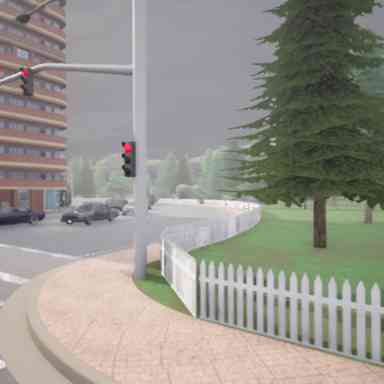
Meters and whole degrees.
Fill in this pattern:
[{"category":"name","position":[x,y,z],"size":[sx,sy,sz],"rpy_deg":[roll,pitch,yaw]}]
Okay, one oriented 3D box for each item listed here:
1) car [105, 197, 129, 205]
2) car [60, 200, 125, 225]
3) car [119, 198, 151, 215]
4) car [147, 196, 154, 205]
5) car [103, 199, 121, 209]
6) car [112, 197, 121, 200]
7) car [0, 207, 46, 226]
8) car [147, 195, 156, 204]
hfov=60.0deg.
[{"category":"car","position":[-15.351,1.808,67.656],"size":[5.357,1.411,2.033],"rpy_deg":[0,0,42]},{"category":"car","position":[-7.484,1.617,25.047],"size":[2.033,1.411,5.357],"rpy_deg":[0,0,17]},{"category":"car","position":[-5.859,1.621,34.492],"size":[1.812,1.442,4.674],"rpy_deg":[0,0,3]},{"category":"car","position":[-6.621,1.661,44.682],"size":[1.812,1.442,4.674],"rpy_deg":[0,0,-13]},{"category":"car","position":[-12.348,1.751,51.327],"size":[1.994,1.385,4.181],"rpy_deg":[0,0,-24]},{"category":"car","position":[-9.489,1.686,41.672],"size":[2.033,1.411,5.357],"rpy_deg":[0,0,-7]},{"category":"car","position":[-12.367,1.686,22.363],"size":[1.895,1.301,4.718],"rpy_deg":[0,0,23]},{"category":"car","position":[-8.715,1.703,59.309],"size":[1.837,1.490,4.892],"rpy_deg":[0,0,-32]}]
